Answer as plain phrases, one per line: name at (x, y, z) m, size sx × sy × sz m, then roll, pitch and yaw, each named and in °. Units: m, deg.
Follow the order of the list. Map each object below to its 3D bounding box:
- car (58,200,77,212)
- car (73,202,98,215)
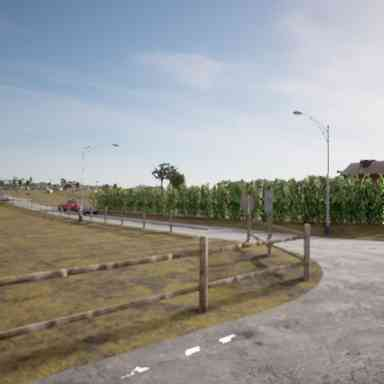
car at (-21.501, 2.342, 57.792) m, size 2.150 × 2.045 × 5.566 m, roll 3°, pitch -2°, yaw -36°
car at (-15.655, 2.670, 49.695) m, size 1.994 × 1.385 × 4.181 m, roll 3°, pitch -2°, yaw -36°
